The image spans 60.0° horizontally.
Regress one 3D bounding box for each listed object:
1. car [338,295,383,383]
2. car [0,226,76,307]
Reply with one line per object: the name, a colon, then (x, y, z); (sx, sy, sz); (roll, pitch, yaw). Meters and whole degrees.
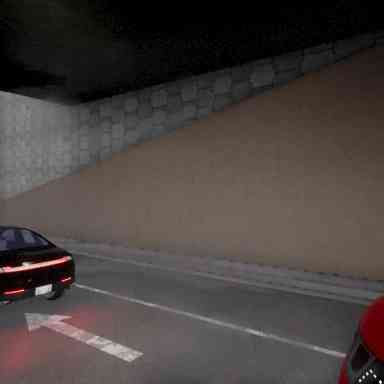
car: (3.619, 1.222, 1.362); (5.566, 2.045, 2.150); (0, 0, 35)
car: (-4.557, 1.492, 7.222); (4.902, 1.511, 2.128); (0, 0, 36)
